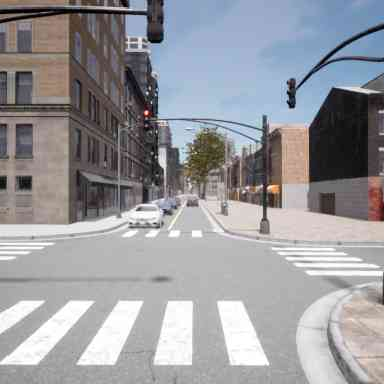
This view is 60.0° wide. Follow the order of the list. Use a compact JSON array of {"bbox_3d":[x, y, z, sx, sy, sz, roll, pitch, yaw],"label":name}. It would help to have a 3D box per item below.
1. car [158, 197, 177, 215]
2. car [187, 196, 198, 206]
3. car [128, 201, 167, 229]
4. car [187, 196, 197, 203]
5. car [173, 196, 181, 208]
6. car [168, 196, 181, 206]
[{"bbox_3d":[-2.861,1.532,33.382,2.033,1.411,5.357,0,0,0],"label":"car"},{"bbox_3d":[0.085,1.528,54.123,2.033,1.411,5.357,0,0,0],"label":"car"},{"bbox_3d":[-2.857,1.517,21.491,1.812,1.442,4.674,0,0,0],"label":"car"},{"bbox_3d":[0.082,1.547,69.286,1.994,1.385,4.181,0,0,0],"label":"car"},{"bbox_3d":[-2.833,1.507,43.676,1.812,1.442,4.674,0,0,0],"label":"car"},{"bbox_3d":[-2.821,1.485,53.767,1.837,1.490,4.892,0,0,0],"label":"car"}]
